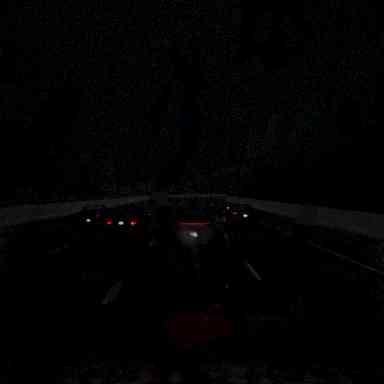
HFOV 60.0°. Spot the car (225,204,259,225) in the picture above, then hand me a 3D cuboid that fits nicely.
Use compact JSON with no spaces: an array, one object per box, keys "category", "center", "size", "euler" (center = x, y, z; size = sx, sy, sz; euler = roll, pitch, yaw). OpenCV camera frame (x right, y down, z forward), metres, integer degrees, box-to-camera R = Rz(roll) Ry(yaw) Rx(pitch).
[{"category":"car","center":[3.573,1.562,24.327],"size":[1.994,1.385,4.181],"euler":[0,0,0]}]

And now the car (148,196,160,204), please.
[{"category":"car","center":[-6.967,1.530,61.649],"size":[1.812,1.442,4.674],"euler":[0,0,0]}]

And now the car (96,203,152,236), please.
[{"category":"car","center":[-3.420,1.550,18.517],"size":[2.033,1.411,5.357],"euler":[0,0,0]}]

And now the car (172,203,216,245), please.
[{"category":"car","center":[0.080,1.490,15.602],"size":[2.128,1.511,4.902],"euler":[0,0,0]}]

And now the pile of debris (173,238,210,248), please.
[{"category":"pile of debris","center":[-0.015,2.175,14.315],"size":[1.500,0.140,1.860],"euler":[0,0,0]}]

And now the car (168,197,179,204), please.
[{"category":"car","center":[-3.467,1.566,61.914],"size":[1.994,1.385,4.181],"euler":[0,0,0]}]

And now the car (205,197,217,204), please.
[{"category":"car","center":[3.533,1.562,61.902],"size":[1.994,1.385,4.181],"euler":[0,0,0]}]

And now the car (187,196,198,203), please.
[{"category":"car","center":[0.034,1.492,62.005],"size":[2.128,1.511,4.902],"euler":[0,0,0]}]

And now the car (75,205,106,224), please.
[{"category":"car","center":[-6.927,1.605,24.461],"size":[1.895,1.301,4.718],"euler":[0,0,0]}]
